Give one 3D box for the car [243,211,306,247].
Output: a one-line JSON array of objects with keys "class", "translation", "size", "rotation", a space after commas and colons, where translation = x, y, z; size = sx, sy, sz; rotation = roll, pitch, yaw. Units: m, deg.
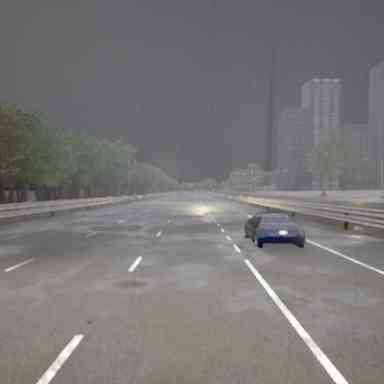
[{"class": "car", "translation": [3.516, 1.532, 14.807], "size": [1.994, 1.385, 4.181], "rotation": [0, 0, 0]}]
